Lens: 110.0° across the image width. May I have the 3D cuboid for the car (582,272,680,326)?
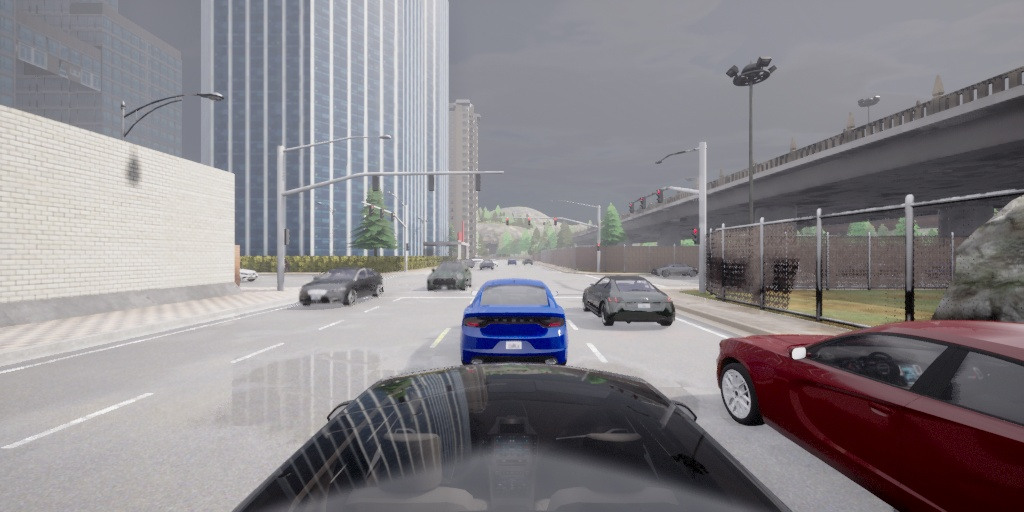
[{"bbox_3d":[3.576,1.314,11.679,1.994,1.385,4.181,0,0,0],"label":"car"}]

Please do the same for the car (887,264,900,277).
[{"bbox_3d":[35.557,1.331,35.466,4.674,1.442,1.812,0,0,0],"label":"car"}]

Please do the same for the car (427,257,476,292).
[{"bbox_3d":[-3.596,1.121,21.271,2.097,1.767,4.553,0,0,0],"label":"car"}]

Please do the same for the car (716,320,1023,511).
[{"bbox_3d":[3.601,1.228,2.685,1.882,1.535,5.008,0,0,0],"label":"car"}]

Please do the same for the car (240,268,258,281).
[{"bbox_3d":[-22.633,1.331,28.189,4.674,1.442,1.812,0,0,0],"label":"car"}]

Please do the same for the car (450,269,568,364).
[{"bbox_3d":[0.054,1.228,8.019,1.882,1.535,5.008,0,0,1],"label":"car"}]

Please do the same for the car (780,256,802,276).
[{"bbox_3d":[25.378,1.027,35.467,5.566,2.045,2.150,0,0,-1],"label":"car"}]

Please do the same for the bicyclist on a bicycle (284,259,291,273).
[{"bbox_3d":[-25.294,1.106,40.146,0.582,1.620,1.656,0,0,0],"label":"bicyclist on a bicycle"}]

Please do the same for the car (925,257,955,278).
[{"bbox_3d":[40.477,1.027,31.971,5.566,2.045,2.150,0,0,0],"label":"car"}]

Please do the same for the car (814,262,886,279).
[{"bbox_3d":[29.769,1.406,31.967,4.718,1.301,1.895,0,0,0],"label":"car"}]

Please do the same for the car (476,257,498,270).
[{"bbox_3d":[-3.585,1.297,52.388,2.033,1.411,5.357,0,0,0],"label":"car"}]

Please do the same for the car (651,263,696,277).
[{"bbox_3d":[16.022,1.369,35.445,4.181,1.385,1.994,0,0,0],"label":"car"}]

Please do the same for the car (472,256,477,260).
[{"bbox_3d":[-7.074,1.240,57.948,2.128,1.511,4.902,0,0,0],"label":"car"}]

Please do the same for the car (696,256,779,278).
[{"bbox_3d":[20.000,1.027,31.949,5.566,2.045,2.150,0,0,0],"label":"car"}]

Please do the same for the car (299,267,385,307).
[{"bbox_3d":[-7.096,1.241,15.442,2.128,1.511,4.902,0,0,0],"label":"car"}]
